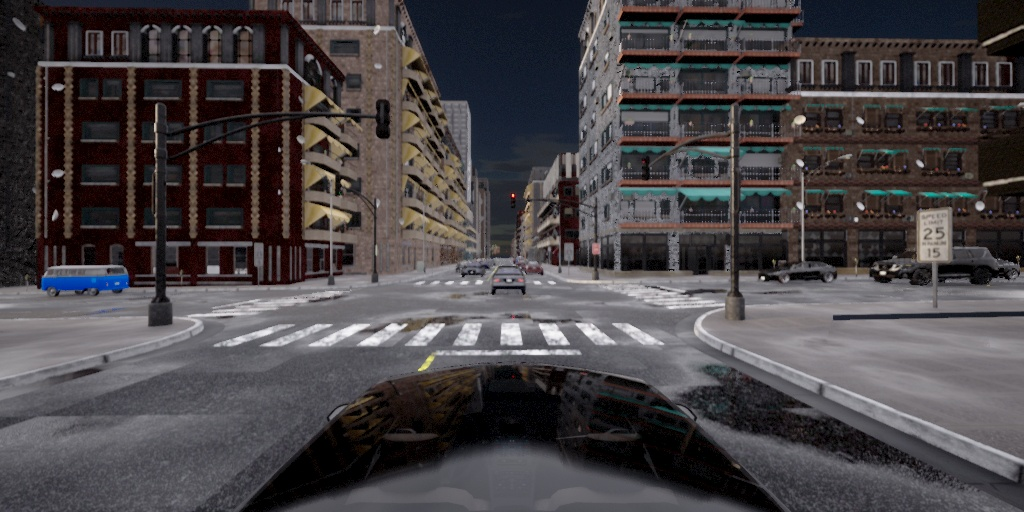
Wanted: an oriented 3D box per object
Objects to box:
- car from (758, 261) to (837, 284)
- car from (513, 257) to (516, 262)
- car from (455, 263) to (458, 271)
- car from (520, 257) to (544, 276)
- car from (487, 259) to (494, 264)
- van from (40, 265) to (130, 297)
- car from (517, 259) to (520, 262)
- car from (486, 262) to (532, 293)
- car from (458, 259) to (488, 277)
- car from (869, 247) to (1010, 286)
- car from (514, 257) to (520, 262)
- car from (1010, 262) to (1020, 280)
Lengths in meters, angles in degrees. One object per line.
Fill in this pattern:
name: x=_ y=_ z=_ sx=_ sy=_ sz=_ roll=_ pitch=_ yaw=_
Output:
car: x=17.936 y=0.989 z=22.564 sx=4.313 sy=1.339 sz=1.948 roll=0 pitch=0 yaw=-1
car: x=1.655 y=1.270 z=64.408 sx=1.802 sy=1.307 sz=4.207 roll=0 pitch=0 yaw=-1
car: x=-6.448 y=1.251 z=47.668 sx=2.007 sy=1.370 sz=4.403 roll=0 pitch=0 yaw=-1
car: x=2.118 y=1.152 z=36.741 sx=1.967 sy=1.591 sz=4.097 roll=0 pitch=0 yaw=-1
car: x=-3.861 y=1.301 z=48.564 sx=1.895 sy=1.301 sz=4.718 roll=0 pitch=0 yaw=-1
van: x=-25.691 y=1.472 z=21.629 sx=3.998 sy=1.789 sz=1.690 roll=0 pitch=0 yaw=-1
car: x=2.025 y=1.257 z=42.274 sx=2.007 sy=1.370 sz=4.403 roll=0 pitch=0 yaw=-1
car: x=-0.199 y=1.276 z=20.357 sx=2.033 sy=1.411 sz=5.357 roll=0 pitch=0 yaw=-1
car: x=-3.623 y=1.278 z=33.924 sx=1.994 sy=1.385 sz=4.181 roll=0 pitch=0 yaw=-1
car: x=23.356 y=0.551 z=19.965 sx=5.566 sy=2.045 sz=2.150 roll=-1 pitch=0 yaw=-1
car: x=1.747 y=1.274 z=58.875 sx=1.802 sy=1.307 sz=4.207 roll=0 pitch=0 yaw=-1
car: x=29.262 y=0.808 z=22.681 sx=4.313 sy=1.339 sz=1.948 roll=0 pitch=0 yaw=-1
